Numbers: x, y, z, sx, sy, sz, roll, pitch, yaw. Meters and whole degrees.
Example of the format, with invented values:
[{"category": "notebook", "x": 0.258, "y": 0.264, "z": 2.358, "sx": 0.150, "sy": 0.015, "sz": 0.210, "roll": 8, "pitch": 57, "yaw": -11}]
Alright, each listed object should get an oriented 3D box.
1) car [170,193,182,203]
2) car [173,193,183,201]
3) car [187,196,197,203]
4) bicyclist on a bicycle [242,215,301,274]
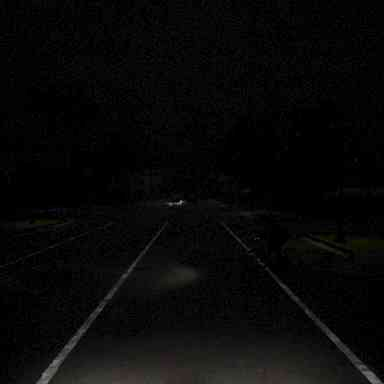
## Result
[{"category": "car", "x": -3.543, "y": 1.477, "z": 69.220, "sx": 1.882, "sy": 1.535, "sz": 5.008, "roll": 0, "pitch": 0, "yaw": 0}, {"category": "car", "x": -3.551, "y": 1.223, "z": 84.697, "sx": 2.150, "sy": 2.045, "sz": 5.566, "roll": 0, "pitch": 0, "yaw": 0}, {"category": "car", "x": 0.059, "y": 1.476, "z": 67.289, "sx": 1.882, "sy": 1.535, "sz": 5.008, "roll": 0, "pitch": 0, "yaw": 0}, {"category": "bicyclist on a bicycle", "x": 2.171, "y": 1.448, "z": 9.128, "sx": 1.656, "sy": 1.620, "sz": 0.582, "roll": -2, "pitch": 0, "yaw": 0}]
